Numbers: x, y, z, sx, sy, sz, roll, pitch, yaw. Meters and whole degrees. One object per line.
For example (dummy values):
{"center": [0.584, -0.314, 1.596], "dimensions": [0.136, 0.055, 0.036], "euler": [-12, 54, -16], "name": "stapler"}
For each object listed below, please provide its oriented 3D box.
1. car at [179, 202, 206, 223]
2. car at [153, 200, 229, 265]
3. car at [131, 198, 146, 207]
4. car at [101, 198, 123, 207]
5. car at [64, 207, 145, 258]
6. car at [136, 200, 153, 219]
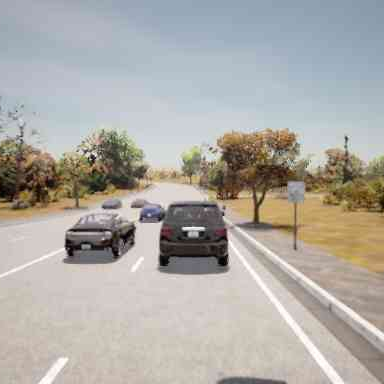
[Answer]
{"center": [0.064, 1.689, 28.262], "dimensions": [2.128, 1.511, 4.902], "euler": [0, 0, 0], "name": "car"}
{"center": [0.064, 1.309, 12.165], "dimensions": [2.150, 2.045, 5.566], "euler": [0, 0, 0], "name": "car"}
{"center": [-7.096, 1.508, 45.367], "dimensions": [1.994, 1.385, 4.181], "euler": [0, 3, 0], "name": "car"}
{"center": [-10.603, 1.530, 44.444], "dimensions": [2.033, 1.411, 5.357], "euler": [0, 2, 0], "name": "car"}
{"center": [-3.433, 1.584, 13.237], "dimensions": [2.128, 1.511, 4.902], "euler": [0, 0, 0], "name": "car"}
{"center": [-3.430, 1.729, 29.154], "dimensions": [1.812, 1.442, 4.674], "euler": [0, 0, 0], "name": "car"}
